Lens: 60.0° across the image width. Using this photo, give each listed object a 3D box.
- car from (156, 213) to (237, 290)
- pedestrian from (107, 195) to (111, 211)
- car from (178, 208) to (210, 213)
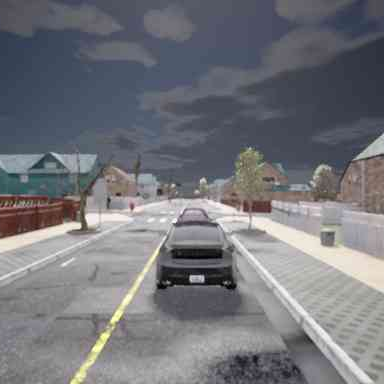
[{"bbox_3d":[0.104,1.539,9.181,1.837,1.490,4.892,0,0,0],"label":"car"},{"bbox_3d":[-9.576,1.195,38.062,0.375,1.860,0.375,0,-2,0],"label":"pedestrian"},{"bbox_3d":[0.109,1.646,19.845,1.994,1.385,4.181,0,0,0],"label":"car"}]
